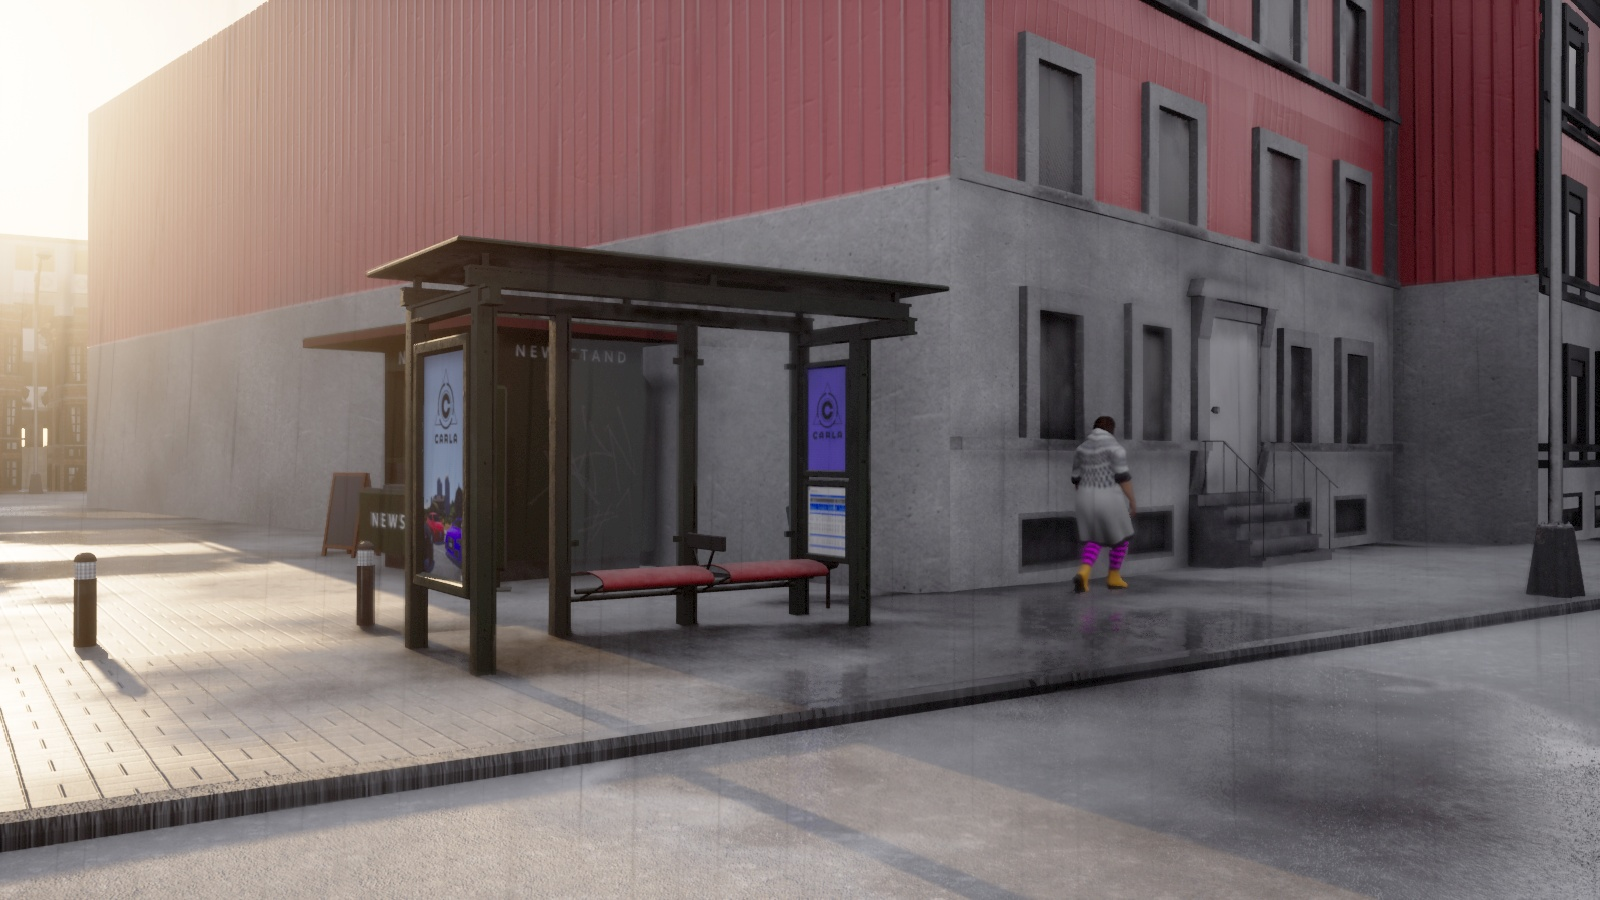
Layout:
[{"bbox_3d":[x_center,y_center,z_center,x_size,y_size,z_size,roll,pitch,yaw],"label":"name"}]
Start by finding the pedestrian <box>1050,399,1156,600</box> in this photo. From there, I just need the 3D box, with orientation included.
[{"bbox_3d":[3.070,0.479,12.737,0.873,1.952,0.659,0,0,-42],"label":"pedestrian"}]
